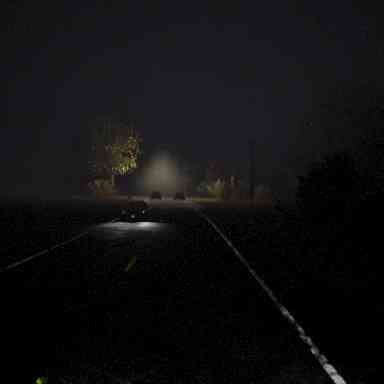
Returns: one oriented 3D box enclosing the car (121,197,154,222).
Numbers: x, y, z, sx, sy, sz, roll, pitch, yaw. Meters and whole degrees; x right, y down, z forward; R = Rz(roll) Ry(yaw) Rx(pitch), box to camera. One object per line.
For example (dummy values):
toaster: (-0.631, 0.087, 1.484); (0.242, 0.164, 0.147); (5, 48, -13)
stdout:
car: (-4.162, 1.374, 25.209); (1.812, 1.442, 4.674); (0, 0, -2)

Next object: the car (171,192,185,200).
car: (-2.694, 0.819, 69.616); (2.097, 1.767, 4.553); (0, 1, -6)

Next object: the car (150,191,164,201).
car: (-7.104, 0.726, 66.348); (2.150, 2.045, 5.566); (0, 1, -6)

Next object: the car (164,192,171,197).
car: (-6.231, 0.738, 88.094); (1.895, 1.301, 4.718); (0, 1, -8)
